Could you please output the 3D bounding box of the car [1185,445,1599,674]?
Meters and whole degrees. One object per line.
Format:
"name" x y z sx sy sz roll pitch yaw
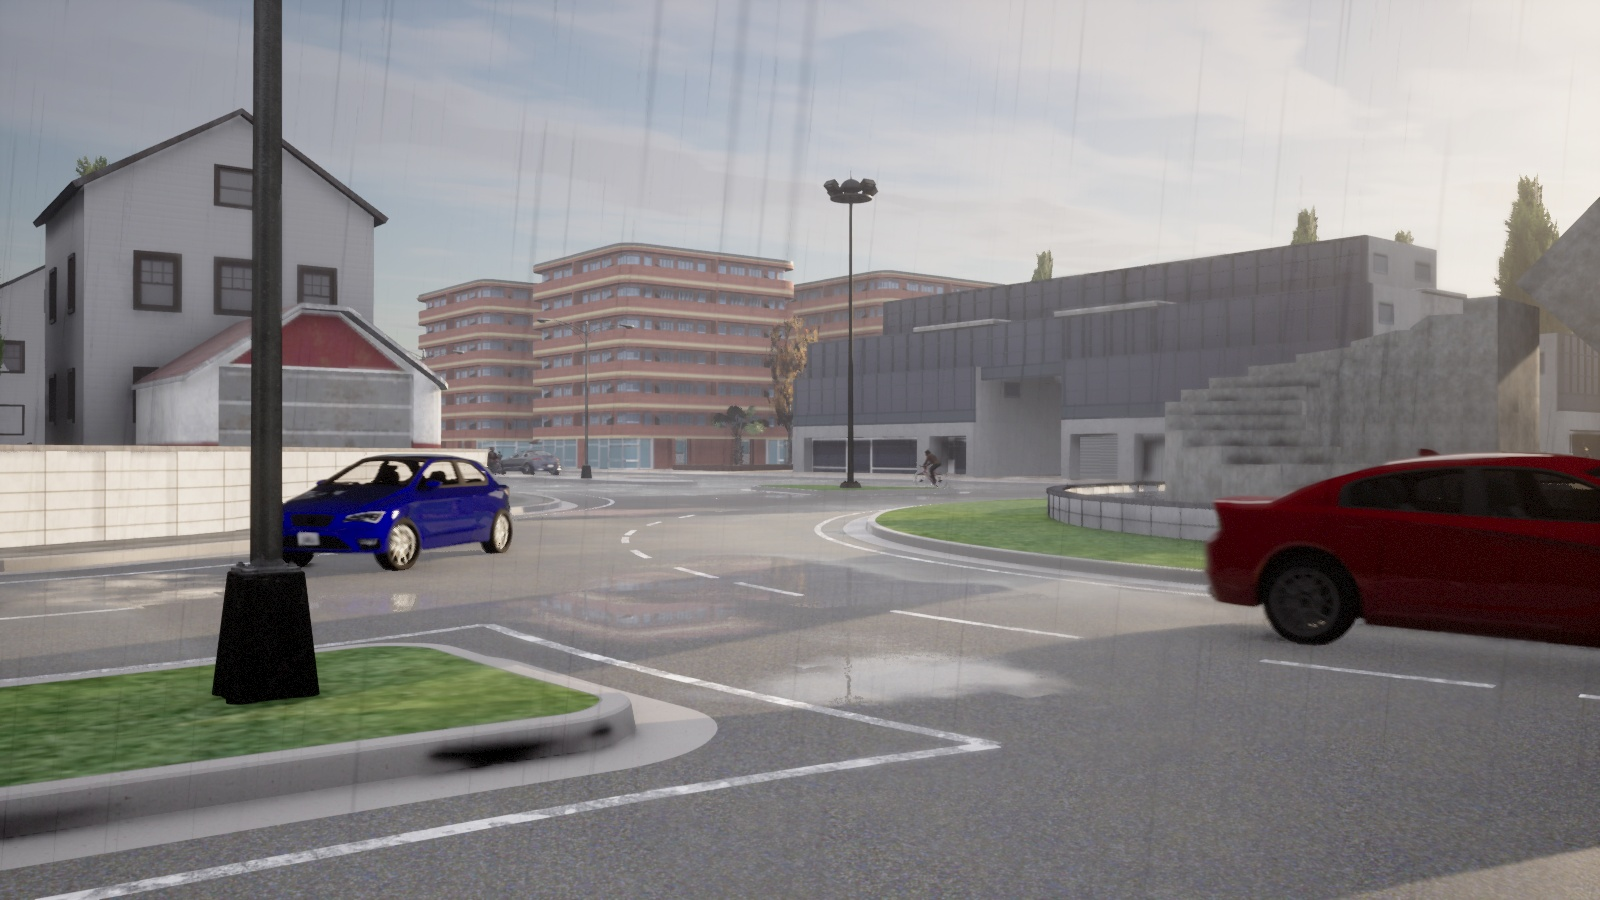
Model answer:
"car" 5.669 0.733 9.394 5.008 1.535 1.882 0 0 43

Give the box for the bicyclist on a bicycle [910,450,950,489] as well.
"bicyclist on a bicycle" 5.437 0.815 52.638 1.656 1.620 0.582 -1 -1 42

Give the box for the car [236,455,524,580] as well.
"car" -5.522 0.812 17.154 1.816 1.474 4.193 0 0 13

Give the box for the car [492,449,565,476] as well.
"car" -17.294 0.755 79.874 2.152 1.651 5.027 0 0 -44
